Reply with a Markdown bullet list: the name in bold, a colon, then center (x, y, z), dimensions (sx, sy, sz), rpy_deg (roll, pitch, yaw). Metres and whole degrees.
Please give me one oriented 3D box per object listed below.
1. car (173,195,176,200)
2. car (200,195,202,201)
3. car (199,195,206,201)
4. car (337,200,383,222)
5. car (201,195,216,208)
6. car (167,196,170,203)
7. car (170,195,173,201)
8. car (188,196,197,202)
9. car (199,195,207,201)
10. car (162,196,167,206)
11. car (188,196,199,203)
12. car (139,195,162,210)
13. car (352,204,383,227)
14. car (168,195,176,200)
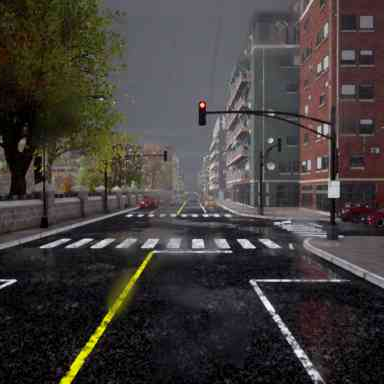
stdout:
- **car**: center (-5.614, 1.621, 82.665), dimensions (1.802, 1.307, 4.206), rpy_deg (0, 0, 0)
- **car**: center (2.741, 1.560, 54.981), dimensions (1.887, 1.381, 4.507), rpy_deg (0, 0, 0)
- **car**: center (2.772, 1.590, 88.193), dimensions (1.887, 1.381, 4.507), rpy_deg (0, 0, 0)
- **car**: center (14.643, 1.590, 27.327), dimensions (5.009, 1.841, 2.192), rpy_deg (1, -1, 0)
- **car**: center (2.736, 1.537, 49.616), dimensions (1.752, 1.417, 4.829), rpy_deg (0, 0, 0)
- **car**: center (-5.635, 1.564, 60.524), dimensions (1.887, 1.381, 4.507), rpy_deg (0, 0, 0)
- **car**: center (-5.624, 1.610, 71.594), dimensions (1.802, 1.307, 4.206), rpy_deg (0, 0, 0)
- **car**: center (0.078, 1.589, 79.635), dimensions (1.994, 1.385, 4.181), rpy_deg (0, 0, 0)
- **car**: center (2.767, 1.584, 82.658), dimensions (1.887, 1.381, 4.507), rpy_deg (0, 0, 0)
- **car**: center (-5.640, 1.455, 54.989), dimensions (1.967, 1.590, 4.097), rpy_deg (0, 0, 0)
- **car**: center (0.070, 1.574, 69.224), dimensions (2.033, 1.411, 5.357), rpy_deg (0, 0, 0)
- **car**: center (-5.651, 1.323, 43.918), dimensions (2.192, 1.841, 5.009), rpy_deg (0, 0, 0)
- **car**: center (14.688, 1.850, 24.722), dimensions (4.181, 1.385, 1.994), rpy_deg (1, 0, 0)
- **car**: center (-5.604, 1.576, 93.565), dimensions (1.752, 1.417, 4.829), rpy_deg (0, 0, 0)
